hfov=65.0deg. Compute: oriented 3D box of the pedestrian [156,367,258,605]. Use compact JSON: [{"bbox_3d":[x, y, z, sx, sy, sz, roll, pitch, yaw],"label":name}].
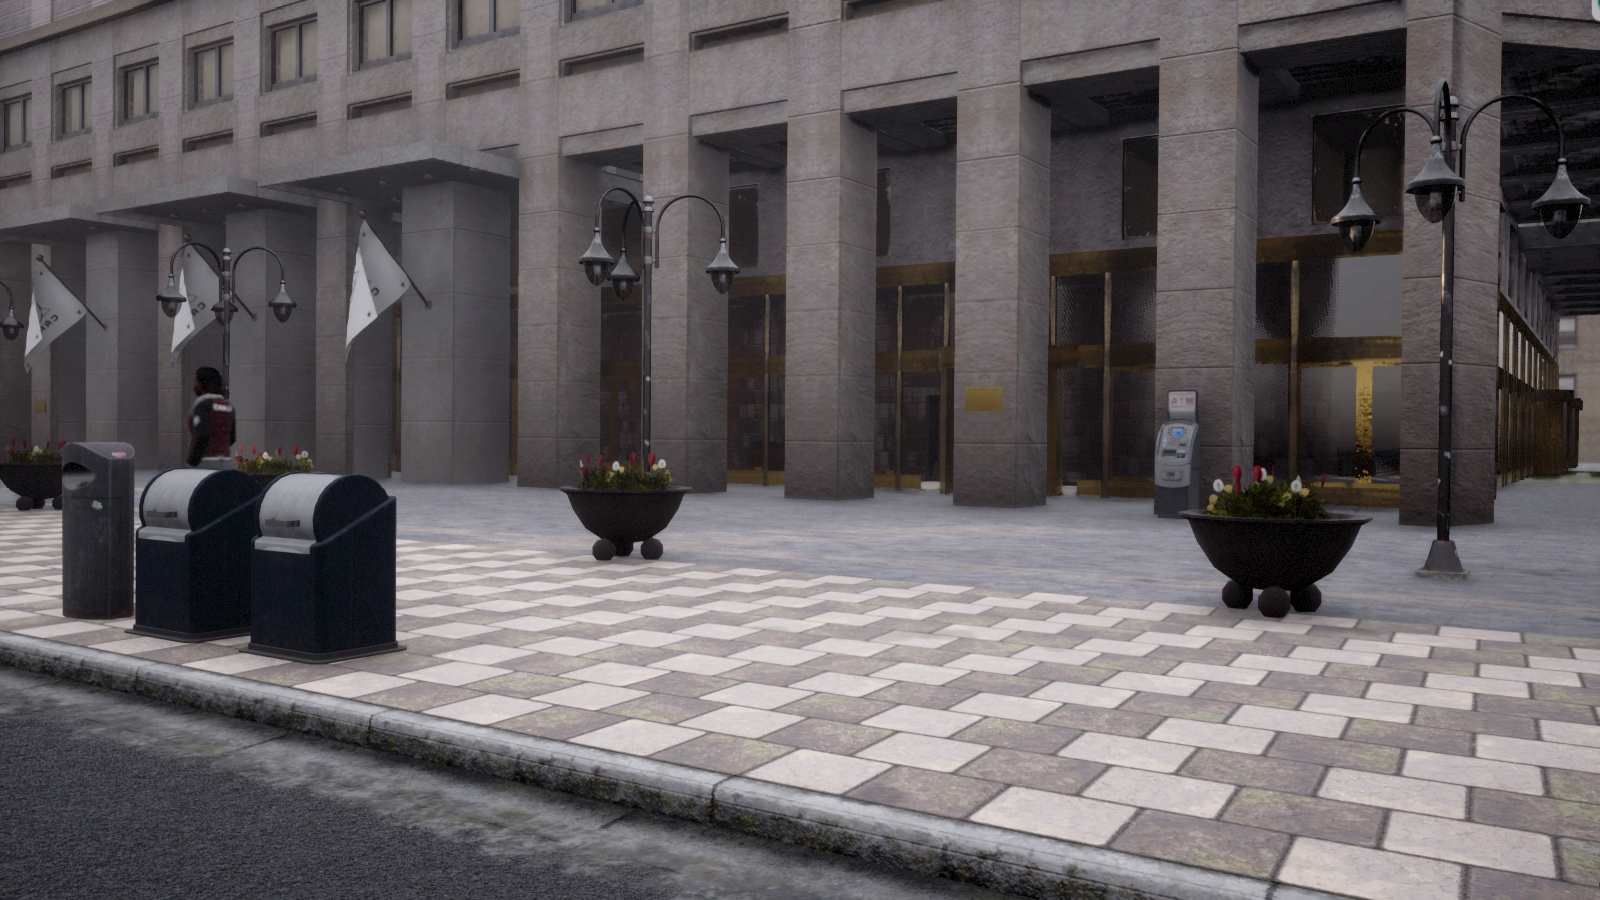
[{"bbox_3d":[-4.956,0.289,10.505,0.666,1.930,0.402,0,1,22],"label":"pedestrian"}]
